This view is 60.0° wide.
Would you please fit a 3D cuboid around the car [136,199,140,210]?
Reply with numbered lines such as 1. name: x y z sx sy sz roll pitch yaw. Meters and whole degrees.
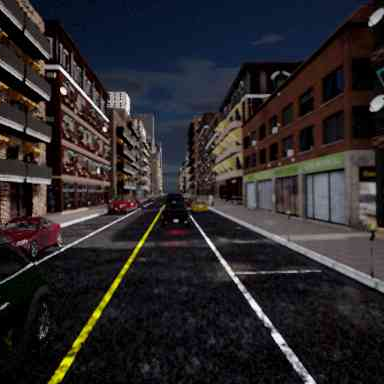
1. car: -7.931 1.479 40.984 1.967 1.590 4.097 -1 0 -3

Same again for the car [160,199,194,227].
1. car: -1.115 1.485 22.723 1.837 1.490 4.892 -1 1 -3

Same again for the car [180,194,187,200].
1. car: -2.430 1.398 92.267 1.752 1.417 4.829 -1 0 -3

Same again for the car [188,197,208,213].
1. car: 0.745 1.457 35.995 1.752 1.417 4.829 -1 0 -3

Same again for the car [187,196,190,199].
1. car: 0.120 1.465 47.080 1.887 1.381 4.507 -1 0 -3

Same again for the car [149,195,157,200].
1. car: -10.788 1.536 91.630 2.008 1.369 4.403 -1 0 -3

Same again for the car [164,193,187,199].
1. car: -1.999 1.187 38.399 2.150 2.045 5.566 -1 0 -3

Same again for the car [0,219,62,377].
1. car: -3.114 1.388 3.196 2.097 1.767 4.553 -1 0 -3

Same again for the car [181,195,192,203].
1. car: -1.150 1.449 69.589 2.008 1.369 4.403 -1 0 -3

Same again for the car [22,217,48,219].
1. car: -6.341 1.647 12.848 1.802 1.307 4.206 -1 0 -3

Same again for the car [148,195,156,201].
1. car: -10.470 1.543 86.002 2.008 1.369 4.403 -1 0 -3

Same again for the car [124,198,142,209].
1. car: -8.247 1.578 46.612 1.887 1.381 4.507 -1 0 -3

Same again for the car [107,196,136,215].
1. car: -7.614 1.359 35.357 2.192 1.841 5.009 -1 0 -3
